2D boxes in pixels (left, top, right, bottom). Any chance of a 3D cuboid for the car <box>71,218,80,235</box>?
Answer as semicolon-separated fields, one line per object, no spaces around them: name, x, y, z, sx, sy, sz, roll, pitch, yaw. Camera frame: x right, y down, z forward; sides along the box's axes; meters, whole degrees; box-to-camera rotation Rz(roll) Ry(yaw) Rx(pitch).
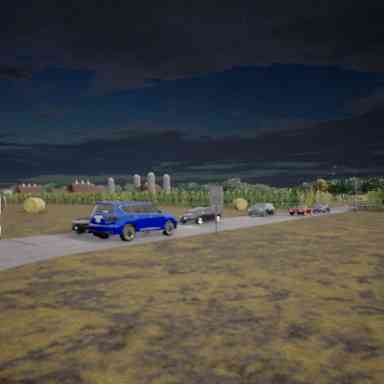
car;-5.159;1.832;20.947;1.882;1.535;5.008;0;-1;35

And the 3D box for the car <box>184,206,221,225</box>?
car;0.821;2.035;29.418;1.837;1.490;4.892;0;-1;36

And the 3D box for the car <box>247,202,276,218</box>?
car;8.384;2.102;40.024;2.097;1.767;4.553;0;-1;36

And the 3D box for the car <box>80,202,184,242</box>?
car;-3.161;1.565;18.905;2.150;2.045;5.566;0;-1;35

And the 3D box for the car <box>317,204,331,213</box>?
car;20.119;2.558;51.637;2.033;1.411;5.357;0;-1;35

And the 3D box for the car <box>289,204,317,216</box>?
car;14.321;2.449;43.404;1.895;1.301;4.718;0;-1;36
